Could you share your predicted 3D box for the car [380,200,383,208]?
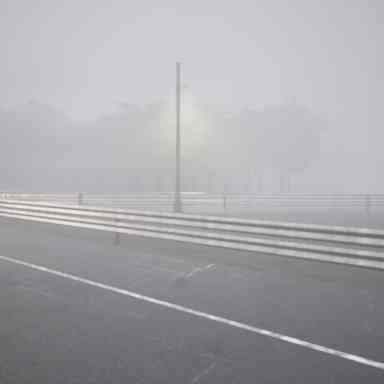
[{"bbox_3d":[19.057,0.820,29.245,4.892,1.490,1.837,1,1,-5],"label":"car"}]
